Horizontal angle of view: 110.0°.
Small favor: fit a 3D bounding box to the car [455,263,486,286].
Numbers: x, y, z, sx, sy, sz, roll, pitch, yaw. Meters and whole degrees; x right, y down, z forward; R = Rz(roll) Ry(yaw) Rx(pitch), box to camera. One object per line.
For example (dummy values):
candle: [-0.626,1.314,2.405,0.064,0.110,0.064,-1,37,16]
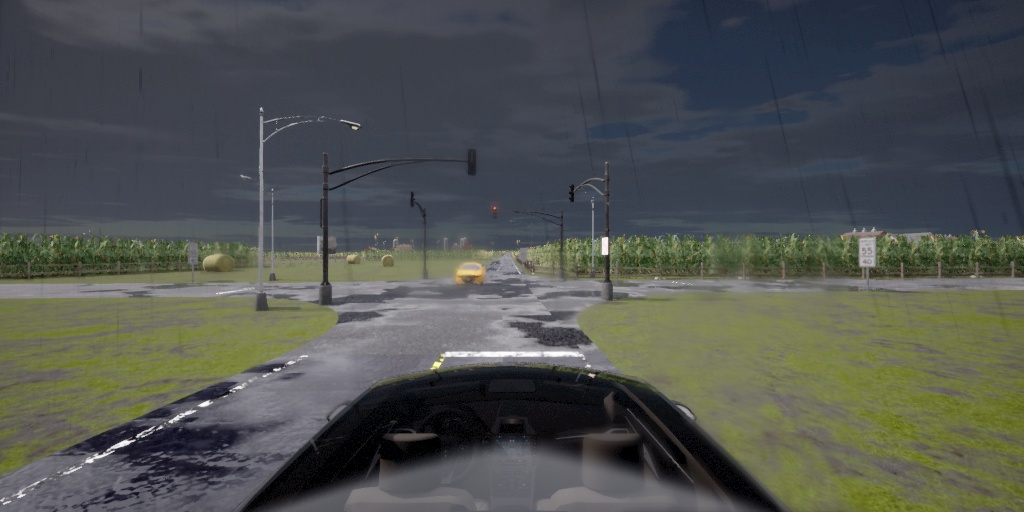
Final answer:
car: [-2.874,1.254,25.729,1.882,1.535,5.008,0,0,-1]
